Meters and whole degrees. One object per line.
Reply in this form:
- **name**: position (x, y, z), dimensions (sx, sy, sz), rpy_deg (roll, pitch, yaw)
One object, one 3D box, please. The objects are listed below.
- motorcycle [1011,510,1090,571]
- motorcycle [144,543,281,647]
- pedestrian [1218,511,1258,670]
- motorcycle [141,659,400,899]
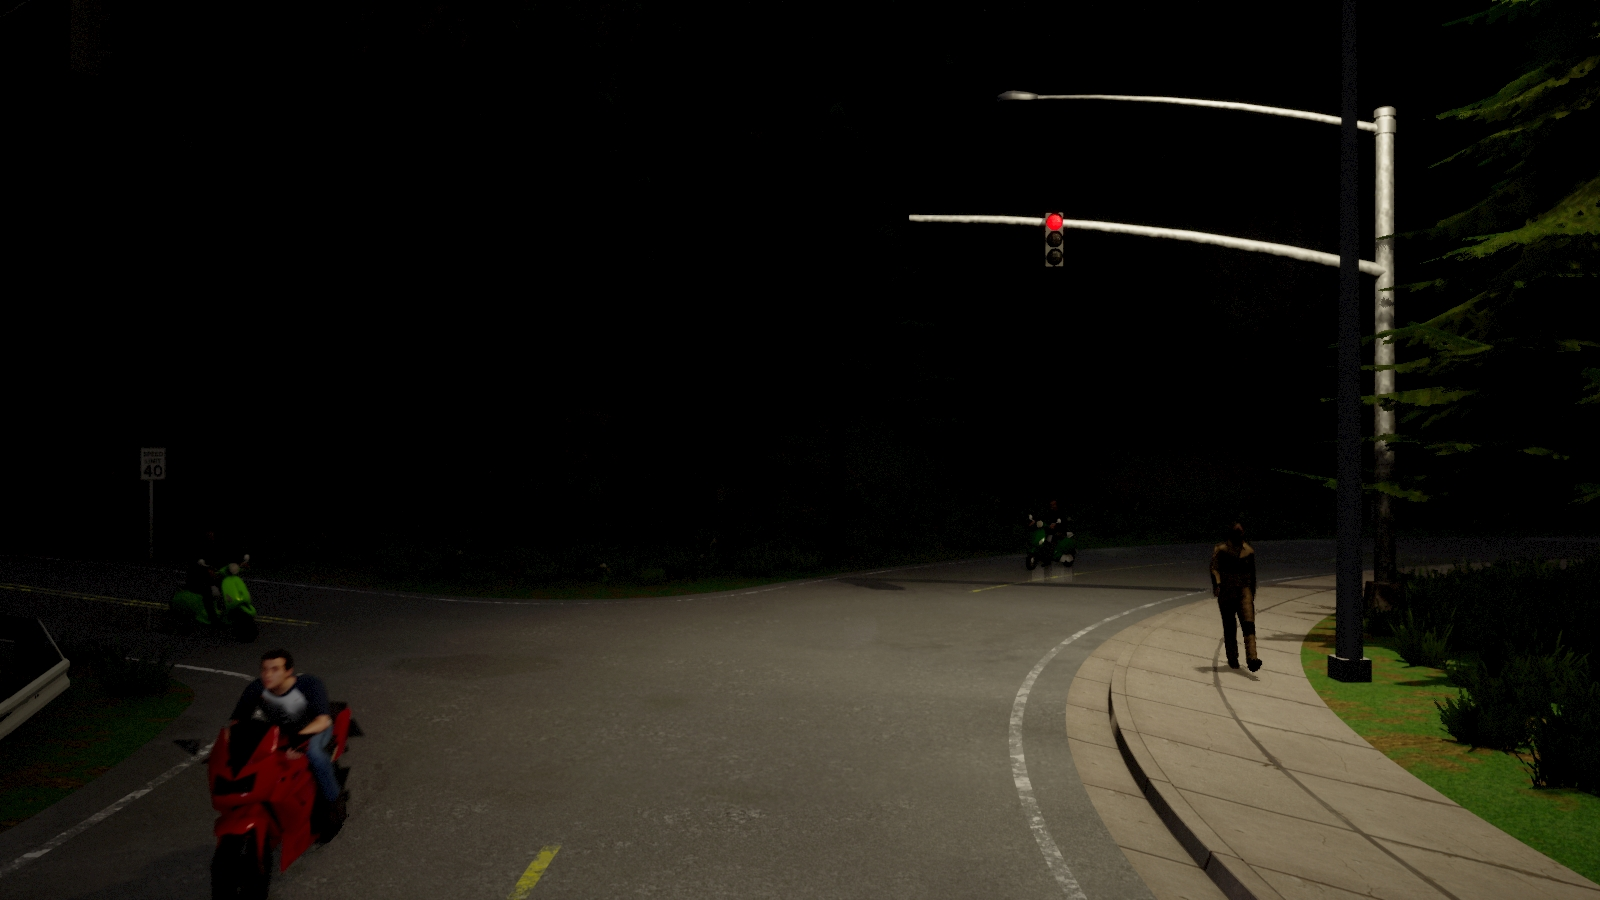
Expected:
- **motorcycle**: position (5.937, 2.115, 27.011), dimensions (1.805, 1.316, 0.856), rpy_deg (0, 0, -37)
- **motorcycle**: position (-8.643, 2.102, 16.815), dimensions (1.805, 1.316, 0.856), rpy_deg (1, 1, 25)
- **pedestrian**: position (5.246, 1.671, 13.696), dimensions (0.375, 1.860, 0.375), rpy_deg (0, 0, 8)
- **motorcycle**: position (-3.319, 2.159, 7.414), dimensions (0.803, 1.199, 2.033), rpy_deg (-2, 0, -4)
